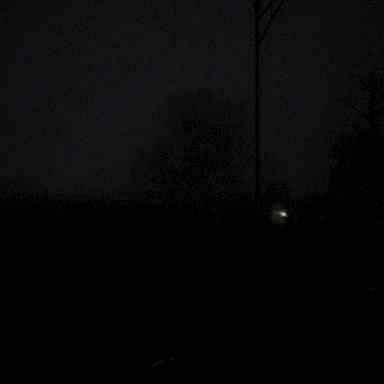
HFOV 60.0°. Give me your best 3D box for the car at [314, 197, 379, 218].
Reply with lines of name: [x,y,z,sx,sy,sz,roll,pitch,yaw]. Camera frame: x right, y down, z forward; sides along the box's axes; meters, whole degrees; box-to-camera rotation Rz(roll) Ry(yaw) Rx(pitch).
car: [11.962,1.110,26.026,2.128,1.511,4.902,-1,2,-34]

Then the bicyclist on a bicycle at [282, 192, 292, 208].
bicyclist on a bicycle: [9.811,0.868,34.327,1.656,1.620,0.582,-1,1,-35]

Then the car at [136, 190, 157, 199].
car: [-7.173,0.428,52.867,1.812,1.442,4.674,-1,2,-35]
